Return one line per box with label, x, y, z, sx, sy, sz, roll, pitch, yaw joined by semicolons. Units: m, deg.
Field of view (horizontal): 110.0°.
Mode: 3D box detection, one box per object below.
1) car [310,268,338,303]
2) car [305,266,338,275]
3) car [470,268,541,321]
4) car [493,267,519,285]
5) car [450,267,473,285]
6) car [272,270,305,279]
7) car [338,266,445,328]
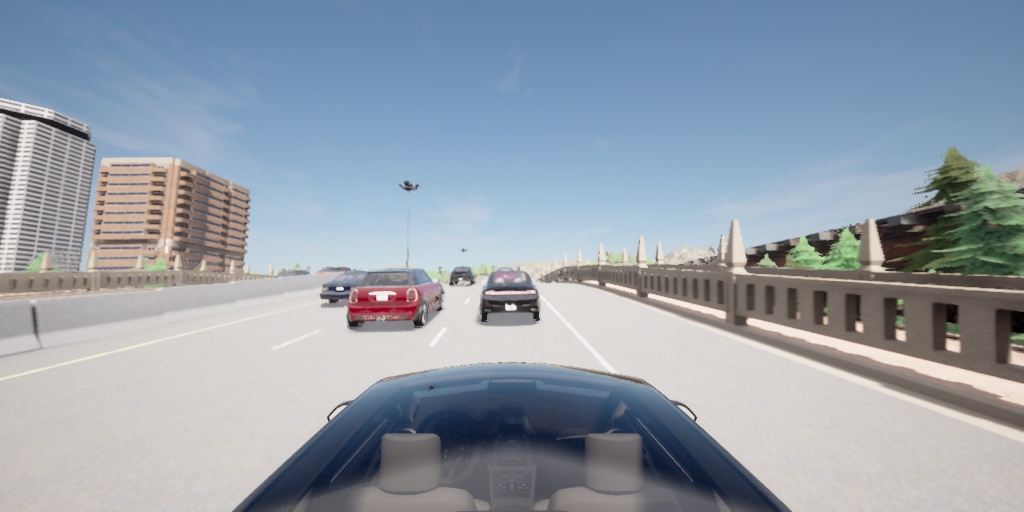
car;-7.210;1.412;17.394;2.033;1.411;5.357;-1;0;-1
car;-18.312;2.048;36.755;2.150;2.045;5.566;-1;-5;-1
car;-0.091;1.254;12.539;2.128;1.511;4.902;-1;0;-1
car;-0.517;1.680;30.212;1.994;1.385;4.181;-1;-3;-1
car;-4.012;1.655;29.937;1.837;1.490;4.892;-1;-3;-1
car;-21.803;2.163;35.931;2.097;1.767;4.553;-1;-4;-1
car;-3.577;1.160;11.864;2.097;1.767;4.553;-1;0;-1
